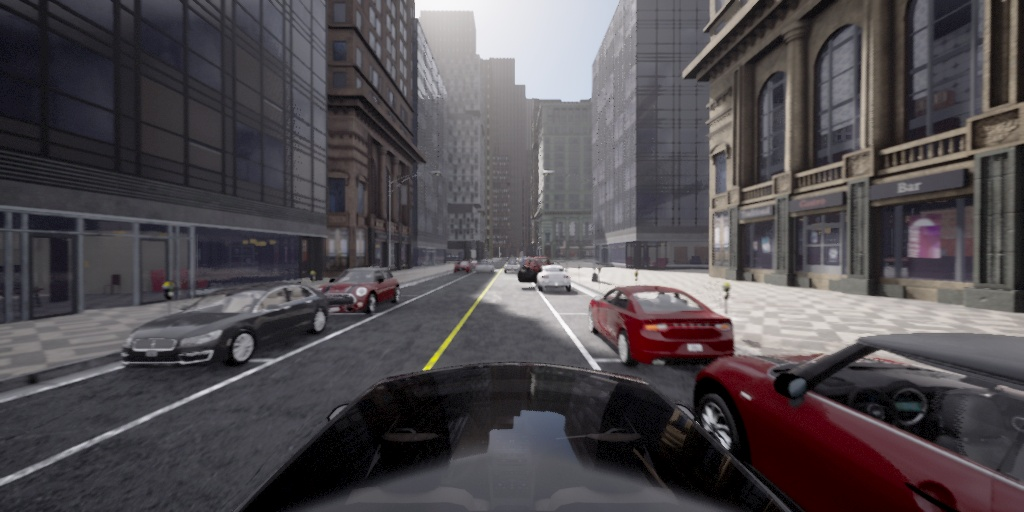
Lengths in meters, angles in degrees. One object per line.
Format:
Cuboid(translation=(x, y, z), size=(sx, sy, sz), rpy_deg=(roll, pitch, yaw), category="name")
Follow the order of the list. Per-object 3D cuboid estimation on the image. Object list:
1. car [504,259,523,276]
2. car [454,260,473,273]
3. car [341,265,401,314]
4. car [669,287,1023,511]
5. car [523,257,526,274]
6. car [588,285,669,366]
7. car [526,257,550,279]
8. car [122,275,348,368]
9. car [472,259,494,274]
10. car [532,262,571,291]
Cuboid(translation=(0.044, 1.313, 42.202), size=(1.895, 1.301, 4.718), rpy_deg=(0, 0, 1), category="car")
Cuboid(translation=(-5.653, 1.258, 41.719), size=(1.888, 1.381, 4.507), rpy_deg=(0, 0, 0), category="car")
Cuboid(translation=(-5.664, 1.179, 13.474), size=(1.967, 1.591, 4.097), rpy_deg=(0, 0, 0), category="car")
Cuboid(translation=(2.857, 1.189, 2.177), size=(1.967, 1.591, 4.097), rpy_deg=(0, 0, 0), category="car")
Cuboid(translation=(2.875, 1.019, 47.367), size=(2.192, 1.841, 5.009), rpy_deg=(0, 0, 0), category="car")
Cuboid(translation=(2.859, 1.289, 7.826), size=(1.888, 1.381, 4.507), rpy_deg=(0, 0, 0), category="car")
Cuboid(translation=(2.870, 1.033, 36.069), size=(2.192, 1.841, 5.009), rpy_deg=(0, 0, 0), category="car")
Cuboid(translation=(-5.666, 1.295, 7.825), size=(2.007, 1.370, 4.403), rpy_deg=(0, 0, 0), category="car")
Cuboid(translation=(-3.069, 1.314, 41.184), size=(1.895, 1.301, 4.718), rpy_deg=(0, 0, 0), category="car")
Cuboid(translation=(2.360, 1.257, 21.349), size=(1.812, 1.442, 4.674), rpy_deg=(0, 0, 0), category="car")
